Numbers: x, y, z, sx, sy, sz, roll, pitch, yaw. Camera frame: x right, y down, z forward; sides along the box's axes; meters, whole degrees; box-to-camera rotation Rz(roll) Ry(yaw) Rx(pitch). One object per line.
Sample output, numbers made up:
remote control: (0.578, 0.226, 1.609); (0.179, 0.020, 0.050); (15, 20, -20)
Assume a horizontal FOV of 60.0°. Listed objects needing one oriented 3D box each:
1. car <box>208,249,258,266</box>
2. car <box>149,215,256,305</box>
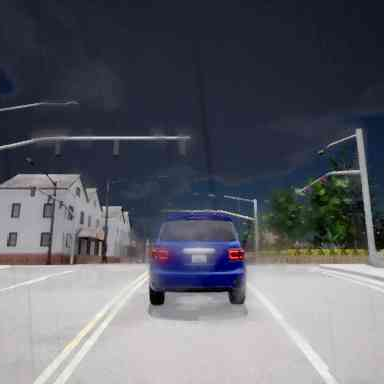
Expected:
car: (3.559, 5.879, 29.723); (4.181, 1.385, 1.994); (0, -12, 1)
car: (0.088, 1.762, 9.321); (2.150, 2.045, 5.566); (0, -7, -1)
